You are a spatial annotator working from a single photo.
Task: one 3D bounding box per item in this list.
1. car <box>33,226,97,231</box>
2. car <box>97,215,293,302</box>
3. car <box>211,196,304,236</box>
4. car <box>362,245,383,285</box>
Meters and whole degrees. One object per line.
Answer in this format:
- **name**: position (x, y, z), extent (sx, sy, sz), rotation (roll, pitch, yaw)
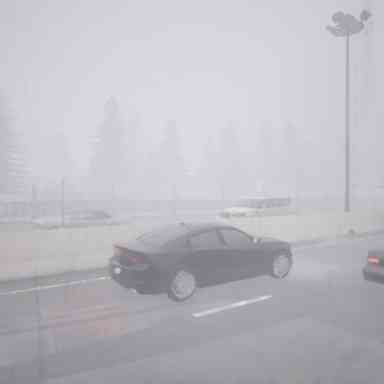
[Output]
- **car**: position (-5.639, 1.612, 17.161), extent (4.718, 1.301, 1.895), rotation (0, 0, -35)
- **car**: position (0.454, 1.492, 8.375), extent (5.008, 1.535, 1.882), rotation (0, 0, -36)
- **car**: position (4.006, 1.263, 19.734), extent (5.566, 2.045, 2.150), rotation (0, 0, -35)
- **car**: position (6.365, 1.578, 8.288), extent (5.357, 1.411, 2.033), rotation (0, 0, -36)
